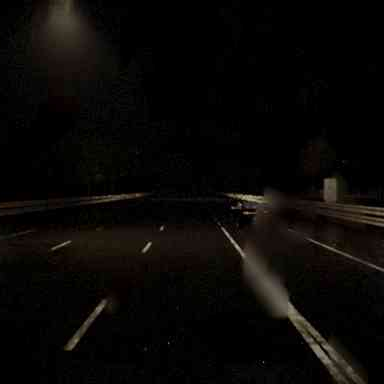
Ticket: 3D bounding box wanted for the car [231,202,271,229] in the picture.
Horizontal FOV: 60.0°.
[{"bbox_3d":[3.523,1.326,20.423,2.128,1.511,4.902,0,0,0],"label":"car"}]
